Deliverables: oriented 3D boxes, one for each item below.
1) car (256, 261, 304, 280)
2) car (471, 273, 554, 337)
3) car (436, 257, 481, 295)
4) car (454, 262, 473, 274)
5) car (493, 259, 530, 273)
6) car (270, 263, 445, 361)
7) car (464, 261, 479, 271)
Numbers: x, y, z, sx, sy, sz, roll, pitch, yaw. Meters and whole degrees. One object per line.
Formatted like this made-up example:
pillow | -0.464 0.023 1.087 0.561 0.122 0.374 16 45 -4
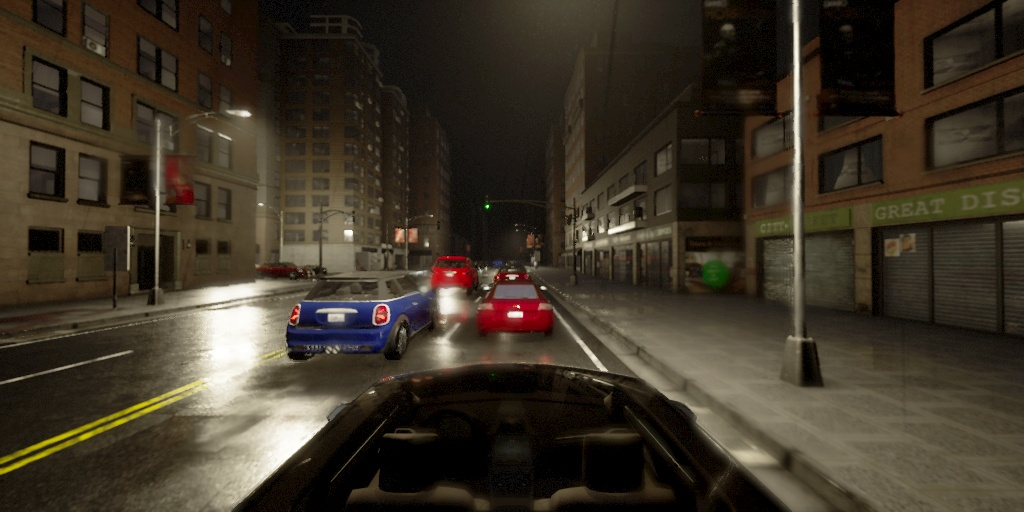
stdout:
car | -20.800 1.302 32.890 4.553 1.767 2.097 0 -1 2
car | 0.092 1.372 10.546 1.994 1.385 4.181 0 0 0
car | -3.207 1.095 20.895 2.150 2.045 5.566 0 -1 -1
car | -6.607 1.577 49.269 1.837 1.490 4.892 0 0 0
car | 0.036 1.233 21.669 2.097 1.767 4.553 0 0 0
car | -3.149 1.146 8.562 2.097 1.767 4.553 0 0 0
car | -6.597 1.642 58.381 1.837 1.490 4.892 0 0 0
